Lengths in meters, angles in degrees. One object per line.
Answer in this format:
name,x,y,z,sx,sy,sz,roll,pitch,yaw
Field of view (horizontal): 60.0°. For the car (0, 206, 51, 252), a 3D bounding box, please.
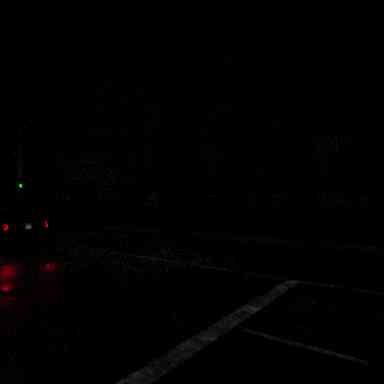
car,-7.999,1.371,13.996,4.553,1.767,2.097,0,0,36
